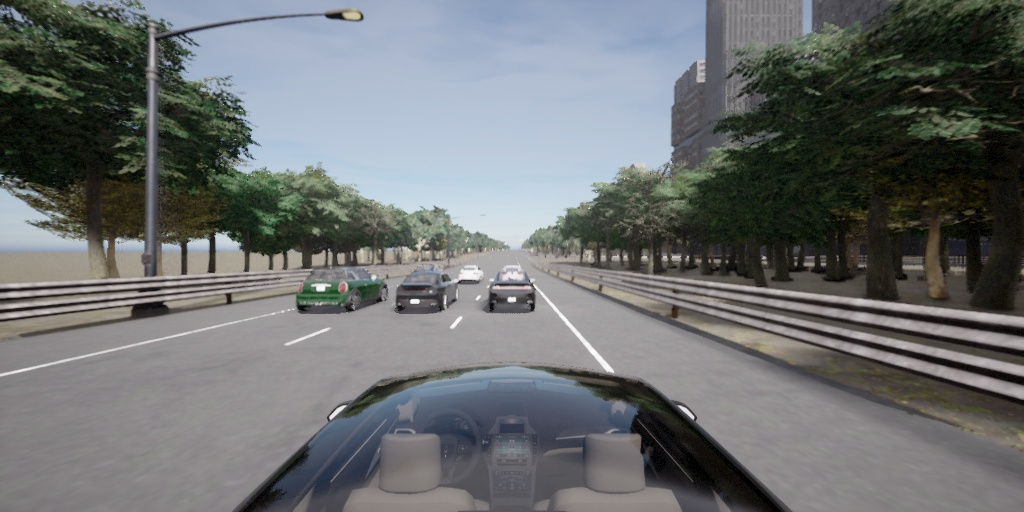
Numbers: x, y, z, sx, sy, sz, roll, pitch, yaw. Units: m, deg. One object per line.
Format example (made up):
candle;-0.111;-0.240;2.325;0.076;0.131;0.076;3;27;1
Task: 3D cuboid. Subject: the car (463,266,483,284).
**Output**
car;-3.485;1.551;30.765;1.812;1.442;4.674;0;0;1

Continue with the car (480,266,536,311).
car;0.017;1.384;15.371;2.128;1.511;4.902;0;0;0

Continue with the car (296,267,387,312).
car;-6.983;1.240;15.254;2.097;1.767;4.553;0;-1;0

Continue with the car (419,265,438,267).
car;-6.988;1.515;30.378;2.128;1.511;4.902;0;0;0

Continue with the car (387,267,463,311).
car;-3.483;1.397;15.360;1.837;1.490;4.892;0;0;0
